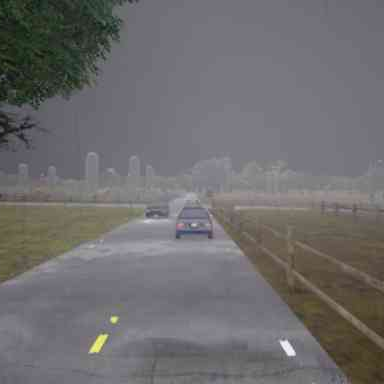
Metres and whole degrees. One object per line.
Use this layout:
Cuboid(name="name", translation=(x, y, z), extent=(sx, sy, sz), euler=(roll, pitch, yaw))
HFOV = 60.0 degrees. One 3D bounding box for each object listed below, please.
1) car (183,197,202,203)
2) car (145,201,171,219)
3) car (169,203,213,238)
Cuboid(name="car", translation=(0.095, 1.496, 33.131), extent=(1.994, 1.385, 4.181), euler=(0, 0, 0))
Cuboid(name="car", translation=(-2.828, 1.492, 28.867), extent=(2.033, 1.411, 5.357), euler=(0, 0, 0))
Cuboid(name="car", translation=(0.098, 1.520, 17.359), extent=(2.033, 1.411, 5.357), euler=(0, 0, 0))
